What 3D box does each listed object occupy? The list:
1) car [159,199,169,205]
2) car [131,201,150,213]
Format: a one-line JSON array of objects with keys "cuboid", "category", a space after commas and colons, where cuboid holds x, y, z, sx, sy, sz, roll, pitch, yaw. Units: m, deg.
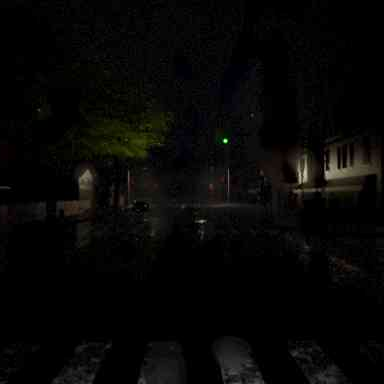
[{"cuboid": [-6.507, 2.208, 77.329, 1.994, 1.385, 4.181, 0, -1, 0], "category": "car"}, {"cuboid": [-6.504, 1.914, 42.481, 1.837, 1.490, 4.892, 0, 1, 0], "category": "car"}]
